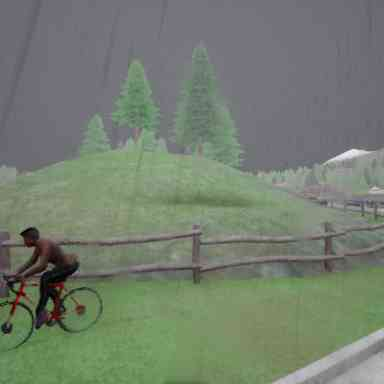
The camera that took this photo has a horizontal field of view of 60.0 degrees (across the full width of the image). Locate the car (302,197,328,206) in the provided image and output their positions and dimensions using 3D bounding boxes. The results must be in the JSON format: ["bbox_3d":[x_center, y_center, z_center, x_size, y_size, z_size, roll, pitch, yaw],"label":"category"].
[{"bbox_3d":[19.599,1.505,53.076,1.837,1.490,4.892,0,0,-16],"label":"car"}]

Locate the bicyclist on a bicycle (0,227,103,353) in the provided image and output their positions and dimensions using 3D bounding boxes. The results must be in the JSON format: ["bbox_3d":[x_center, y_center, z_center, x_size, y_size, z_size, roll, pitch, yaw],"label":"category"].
[{"bbox_3d":[-2.061,1.302,4.655,1.656,1.620,0.582,-2,1,-36],"label":"bicyclist on a bicycle"}]

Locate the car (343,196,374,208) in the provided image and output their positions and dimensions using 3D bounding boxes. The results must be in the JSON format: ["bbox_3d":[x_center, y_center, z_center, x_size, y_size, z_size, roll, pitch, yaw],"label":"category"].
[{"bbox_3d":[24.387,1.352,48.755,2.097,1.767,4.553,0,0,-16],"label":"car"}]

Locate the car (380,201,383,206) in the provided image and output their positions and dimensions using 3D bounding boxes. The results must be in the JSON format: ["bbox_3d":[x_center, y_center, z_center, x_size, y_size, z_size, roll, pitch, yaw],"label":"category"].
[{"bbox_3d":[28.514,1.526,46.500,1.812,1.442,4.674,0,0,-12],"label":"car"}]
